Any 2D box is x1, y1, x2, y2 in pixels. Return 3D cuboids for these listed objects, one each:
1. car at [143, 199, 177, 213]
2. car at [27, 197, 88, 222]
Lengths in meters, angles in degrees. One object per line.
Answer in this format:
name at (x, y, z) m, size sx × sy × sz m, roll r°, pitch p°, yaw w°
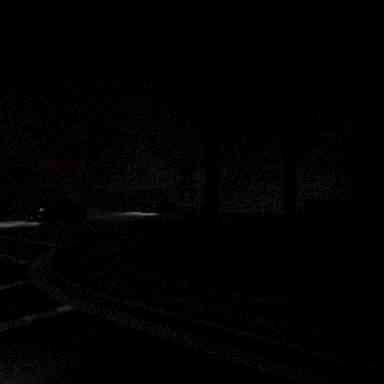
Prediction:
car at (-3.496, 1.515, 37.350) m, size 1.812 × 1.442 × 4.674 m, roll 0°, pitch 0°, yaw 34°
car at (-10.717, 1.343, 26.663) m, size 2.097 × 1.767 × 4.553 m, roll 0°, pitch 0°, yaw 34°
